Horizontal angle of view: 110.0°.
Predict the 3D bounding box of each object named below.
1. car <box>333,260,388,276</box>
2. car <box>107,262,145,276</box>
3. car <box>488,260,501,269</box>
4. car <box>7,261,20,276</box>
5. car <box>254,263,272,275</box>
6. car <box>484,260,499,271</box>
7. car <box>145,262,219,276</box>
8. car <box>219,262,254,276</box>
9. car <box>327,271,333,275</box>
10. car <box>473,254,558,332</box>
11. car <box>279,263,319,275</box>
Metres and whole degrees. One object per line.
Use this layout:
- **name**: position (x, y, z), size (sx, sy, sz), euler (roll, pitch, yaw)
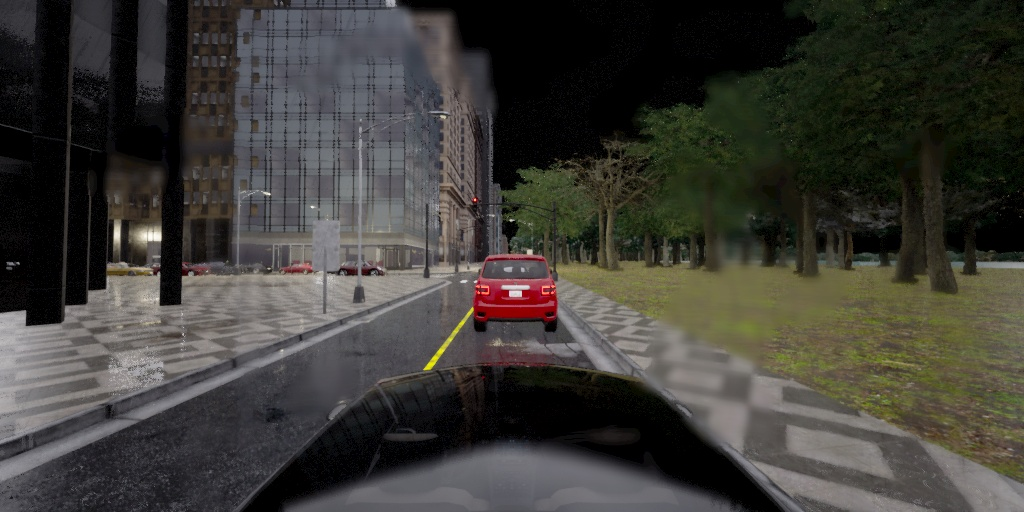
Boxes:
- **car**: position (-13.502, 1.129, 32.639), size (4.097, 1.591, 1.967), euler (0, 0, -1)
- **car**: position (-35.250, 1.227, 32.636), size (4.829, 1.417, 1.751), euler (0, 0, 0)
- **car**: position (-2.983, 1.453, 63.121), size (1.994, 1.385, 4.181), euler (0, 0, 1)
- **car**: position (-46.396, 1.146, 32.635), size (4.097, 1.591, 1.967), euler (0, 0, 0)
- **car**: position (-29.929, 1.490, 41.159), size (4.313, 1.339, 1.948), euler (0, 0, 0)
- **car**: position (-3.046, 1.394, 53.077), size (2.033, 1.411, 5.357), euler (0, 0, -3)
- **car**: position (-29.933, 1.243, 32.637), size (4.507, 1.381, 1.888), euler (0, 0, 0)
- **car**: position (-29.101, 1.316, 35.321), size (5.357, 1.411, 2.033), euler (0, -2, 0)
- **car**: position (-15.377, 1.310, 35.376), size (5.357, 1.411, 2.033), euler (0, -2, 5)
- **car**: position (0.103, 0.976, 11.041), size (2.150, 2.045, 5.566), euler (0, 0, 0)
- **car**: position (-24.442, 1.503, 41.160), size (4.207, 1.307, 1.802), euler (0, 0, 0)
